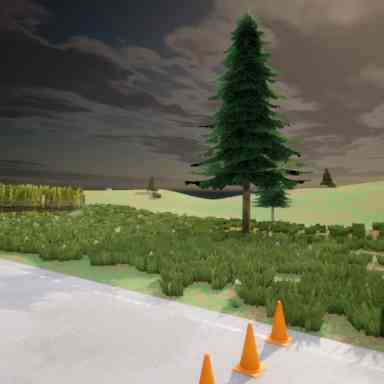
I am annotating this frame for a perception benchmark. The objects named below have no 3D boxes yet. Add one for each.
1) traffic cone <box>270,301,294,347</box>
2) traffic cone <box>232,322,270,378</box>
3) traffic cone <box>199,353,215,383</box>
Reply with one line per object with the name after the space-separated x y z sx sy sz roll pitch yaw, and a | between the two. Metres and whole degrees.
1.324 1.955 5.047 0.340 0.580 0.340 0 0 36 | traffic cone
0.739 1.955 4.235 0.340 0.580 0.340 0 0 36 | traffic cone
0.154 1.955 3.424 0.340 0.580 0.340 0 0 36 | traffic cone
